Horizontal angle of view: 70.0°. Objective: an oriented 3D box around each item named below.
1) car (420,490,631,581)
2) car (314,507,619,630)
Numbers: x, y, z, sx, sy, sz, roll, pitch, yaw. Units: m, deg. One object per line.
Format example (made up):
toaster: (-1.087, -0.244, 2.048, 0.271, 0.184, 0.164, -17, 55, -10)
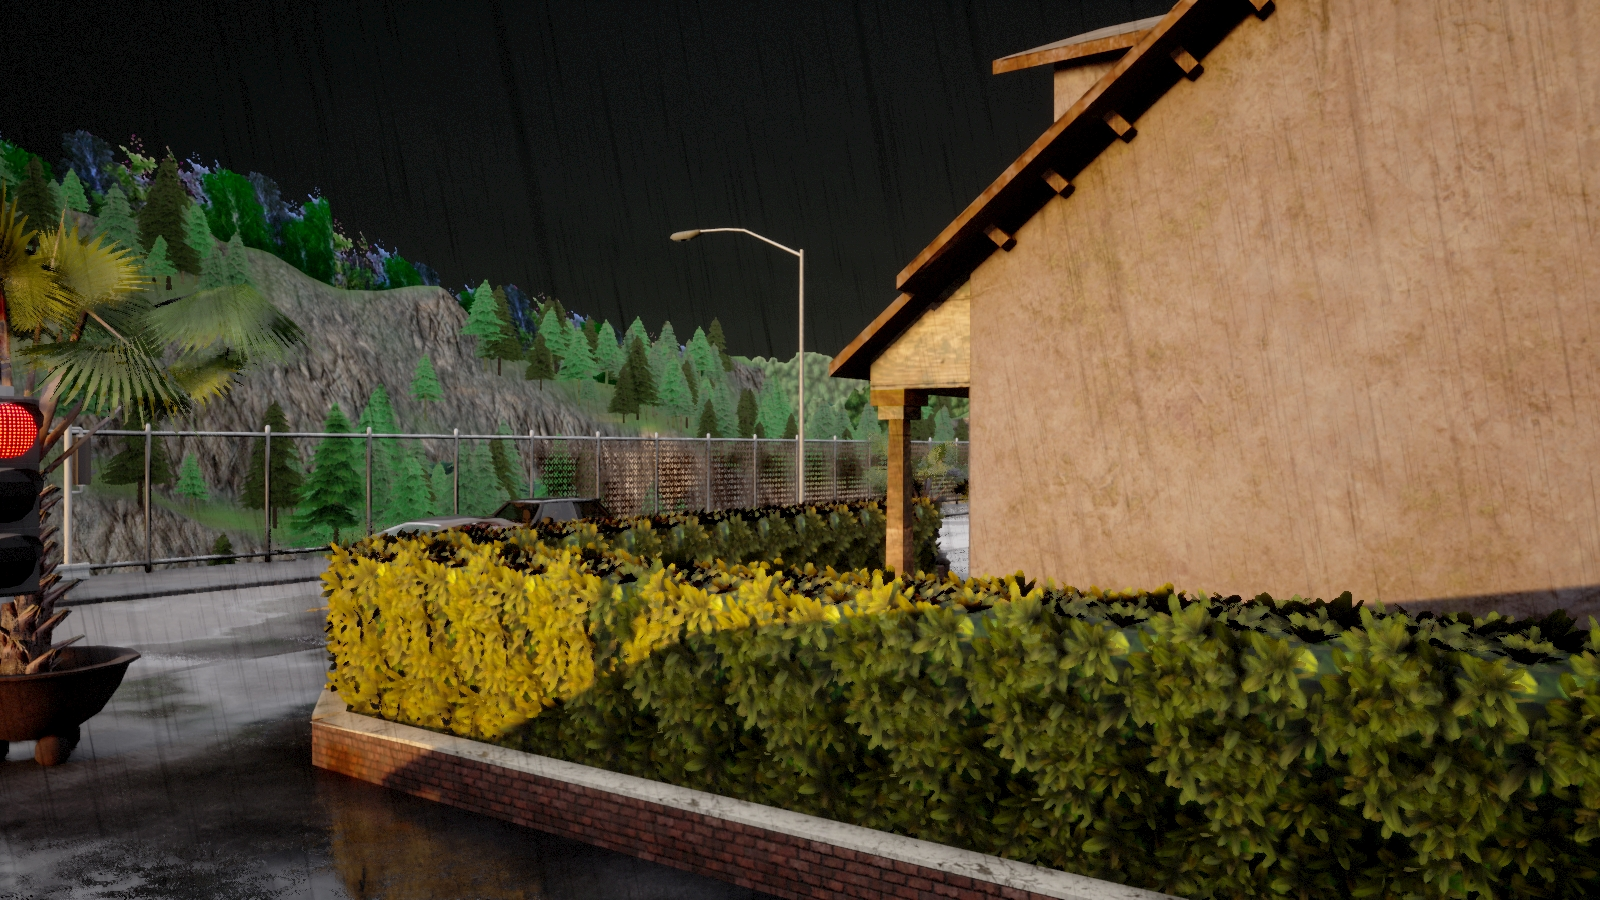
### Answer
car: (-6.312, 1.906, 26.765, 2.097, 1.767, 4.553, 0, 0, 35)
car: (-5.801, 1.992, 20.526, 2.152, 1.651, 5.027, 0, 0, 35)
